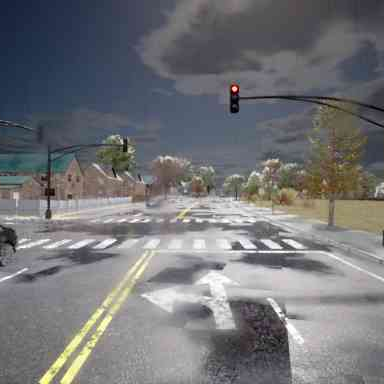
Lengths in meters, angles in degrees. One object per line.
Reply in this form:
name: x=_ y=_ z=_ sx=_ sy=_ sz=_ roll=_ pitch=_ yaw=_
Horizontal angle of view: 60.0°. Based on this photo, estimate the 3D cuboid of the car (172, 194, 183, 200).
car: x=-3.356 y=1.237 z=77.052 sx=2.150 sy=2.045 sz=5.566 roll=0 pitch=0 yaw=5

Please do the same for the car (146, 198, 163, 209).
car: x=-5.324 y=1.570 z=47.403 sx=2.128 sy=1.511 sz=4.902 roll=0 pitch=0 yaw=3

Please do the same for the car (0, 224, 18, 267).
car: x=-6.460 y=1.499 z=8.601 sx=2.128 sy=1.511 sz=4.902 roll=0 pitch=0 yaw=0
